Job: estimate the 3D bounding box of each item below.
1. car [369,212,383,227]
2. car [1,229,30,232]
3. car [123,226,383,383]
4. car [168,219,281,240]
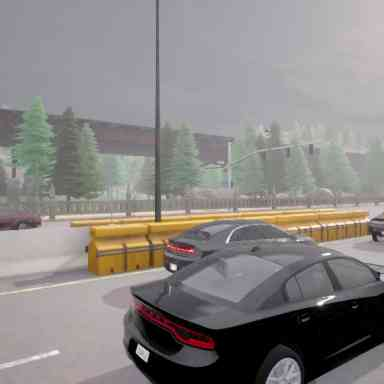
[{"bbox_3d":[9.950,1.491,15.145,4.902,1.511,2.128,0,0,-36],"label":"car"},{"bbox_3d":[-10.593,1.561,17.809,4.674,1.442,1.812,0,0,-36],"label":"car"},{"bbox_3d":[1.512,1.478,4.823,5.008,1.535,1.882,0,0,-36],"label":"car"},{"bbox_3d":[1.542,1.505,9.147,4.892,1.490,1.837,0,0,-35],"label":"car"}]
